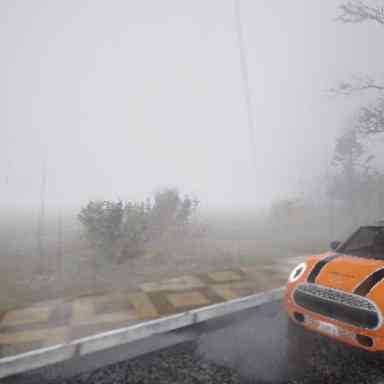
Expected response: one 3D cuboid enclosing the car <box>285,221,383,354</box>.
[{"bbox_3d":[3.777,1.351,6.060,4.553,1.767,2.097,0,0,-35],"label":"car"}]
